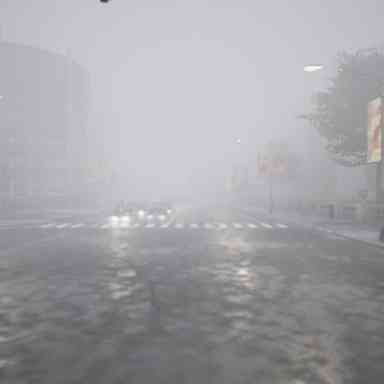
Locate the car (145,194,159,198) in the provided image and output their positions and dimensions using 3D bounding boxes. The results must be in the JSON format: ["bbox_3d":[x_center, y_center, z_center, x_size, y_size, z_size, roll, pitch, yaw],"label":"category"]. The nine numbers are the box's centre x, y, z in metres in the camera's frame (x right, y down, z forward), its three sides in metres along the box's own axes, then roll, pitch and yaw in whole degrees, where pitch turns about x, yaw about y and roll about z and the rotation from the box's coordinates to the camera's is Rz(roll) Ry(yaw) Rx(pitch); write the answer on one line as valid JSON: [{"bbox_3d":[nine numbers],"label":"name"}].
[{"bbox_3d":[-9.669,1.483,74.956,2.150,2.045,5.566,0,0,-43],"label":"car"}]

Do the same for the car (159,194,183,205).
[{"bbox_3d":[-4.260,1.627,66.627,2.097,1.767,4.553,0,0,-29],"label":"car"}]

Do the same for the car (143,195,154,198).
[{"bbox_3d":[-7.796,1.754,55.512,1.812,1.442,4.674,0,0,-10],"label":"car"}]

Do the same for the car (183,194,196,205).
[{"bbox_3d":[-1.216,1.505,68.330,2.150,2.045,5.566,0,0,-29],"label":"car"}]

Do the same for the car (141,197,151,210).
[{"bbox_3d":[-7.126,1.788,45.344,1.895,1.301,4.718,0,0,0],"label":"car"}]

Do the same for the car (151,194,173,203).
[{"bbox_3d":[-6.942,1.483,77.151,2.150,2.045,5.566,0,0,-43],"label":"car"}]

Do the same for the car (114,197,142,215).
[{"bbox_3d":[-7.117,1.640,36.076,2.128,1.511,4.902,0,0,0],"label":"car"}]

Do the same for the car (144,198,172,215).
[{"bbox_3d":[-3.620,1.698,36.546,2.033,1.411,5.357,0,0,0],"label":"car"}]

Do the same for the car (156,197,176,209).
[{"bbox_3d":[-3.628,1.753,45.762,1.994,1.385,4.181,0,0,0],"label":"car"}]
